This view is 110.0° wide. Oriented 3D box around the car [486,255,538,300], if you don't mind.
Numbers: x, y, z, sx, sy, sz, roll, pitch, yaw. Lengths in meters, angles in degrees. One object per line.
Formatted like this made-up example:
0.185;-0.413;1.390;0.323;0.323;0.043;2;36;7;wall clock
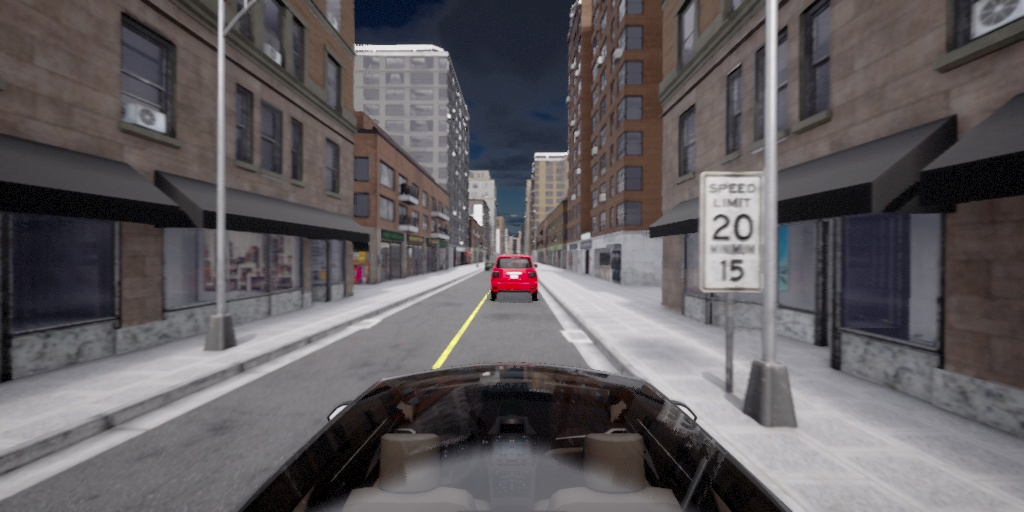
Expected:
0.115;0.974;17.877;2.150;2.045;5.566;0;0;0;car
